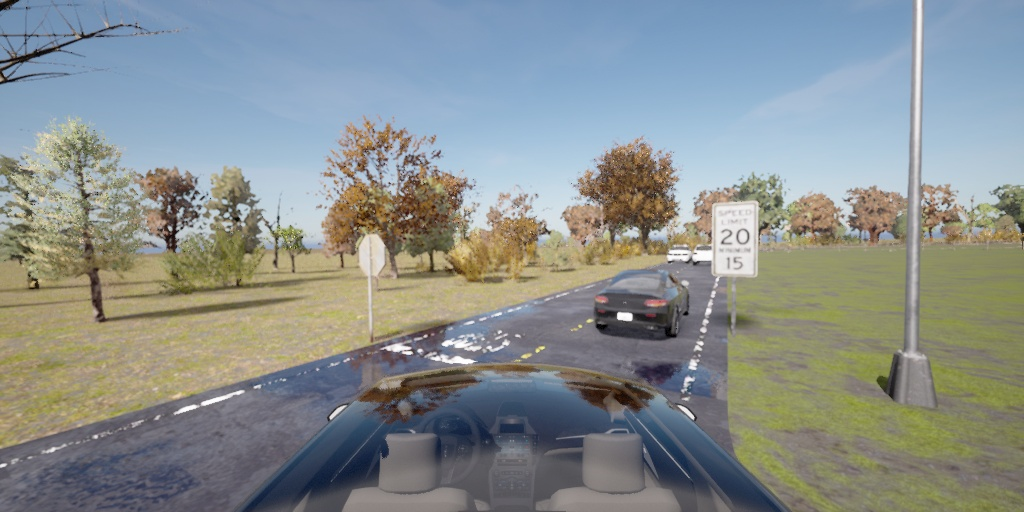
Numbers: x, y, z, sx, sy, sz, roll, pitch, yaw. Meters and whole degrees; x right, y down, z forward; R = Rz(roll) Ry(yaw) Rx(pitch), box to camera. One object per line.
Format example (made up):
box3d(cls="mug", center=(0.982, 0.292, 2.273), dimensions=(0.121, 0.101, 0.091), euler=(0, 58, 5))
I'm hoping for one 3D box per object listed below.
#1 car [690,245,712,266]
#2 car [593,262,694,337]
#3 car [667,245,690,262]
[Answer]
box3d(cls="car", center=(19.801, -0.109, 36.536), dimensions=(2.150, 2.045, 5.566), euler=(0, 2, 31))
box3d(cls="car", center=(3.577, 1.063, 9.586), dimensions=(1.812, 1.442, 4.674), euler=(0, 2, 31))
box3d(cls="car", center=(19.297, -0.228, 41.145), dimensions=(2.150, 2.045, 5.566), euler=(0, 2, 31))
